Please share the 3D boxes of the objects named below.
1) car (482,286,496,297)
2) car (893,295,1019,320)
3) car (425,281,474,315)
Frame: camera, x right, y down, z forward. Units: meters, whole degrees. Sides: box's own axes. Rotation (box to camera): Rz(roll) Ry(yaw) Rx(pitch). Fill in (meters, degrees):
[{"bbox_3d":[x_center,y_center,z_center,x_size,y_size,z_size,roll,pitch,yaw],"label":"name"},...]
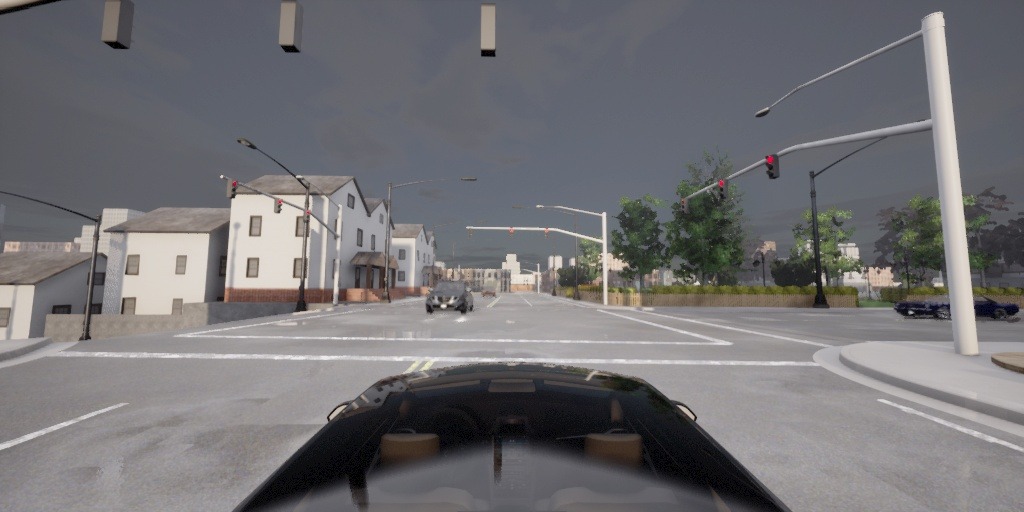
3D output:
[{"bbox_3d":[-3.635,5.580,56.734,2.097,1.767,4.553,0,-5,0],"label":"car"},{"bbox_3d":[23.738,2.741,19.332,4.718,1.301,1.895,0,-5,1],"label":"car"},{"bbox_3d":[-3.541,2.480,21.335,2.150,2.045,5.566,0,-5,0],"label":"car"}]
